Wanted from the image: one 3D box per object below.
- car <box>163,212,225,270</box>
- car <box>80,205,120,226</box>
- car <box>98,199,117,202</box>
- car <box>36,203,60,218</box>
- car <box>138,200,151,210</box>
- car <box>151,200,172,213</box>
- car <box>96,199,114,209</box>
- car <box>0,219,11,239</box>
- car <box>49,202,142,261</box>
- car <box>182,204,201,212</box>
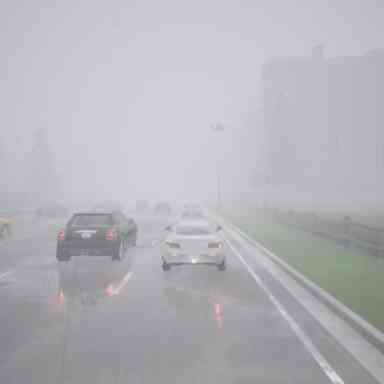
[{"bbox_3d":[0.054,1.615,11.273,1.812,1.442,4.674,0,0,0],"label":"car"},{"bbox_3d":[-6.998,1.767,25.738,1.994,1.385,4.181,0,0,0],"label":"car"},{"bbox_3d":[-10.612,1.914,44.444,1.994,1.385,4.181,0,0,0],"label":"car"},{"bbox_3d":[-14.049,1.828,33.675,1.994,1.385,4.181,0,-1,0],"label":"car"},{"bbox_3d":[-7.139,1.891,49.095,1.837,1.490,4.892,0,0,0],"label":"car"},{"bbox_3d":[-3.595,1.835,41.813,1.837,1.490,4.892,0,0,0],"label":"car"},{"bbox_3d":[-14.172,1.930,54.452,1.837,1.490,4.892,0,-1,0],"label":"car"},{"bbox_3d":[-10.440,1.600,15.450,1.882,1.535,5.008,0,0,0],"label":"car"},{"bbox_3d":[-3.424,1.453,12.865,2.097,1.767,4.553,0,-1,0],"label":"car"},{"bbox_3d":[-0.049,1.868,33.857,1.895,1.301,4.718,0,0,0],"label":"car"}]
